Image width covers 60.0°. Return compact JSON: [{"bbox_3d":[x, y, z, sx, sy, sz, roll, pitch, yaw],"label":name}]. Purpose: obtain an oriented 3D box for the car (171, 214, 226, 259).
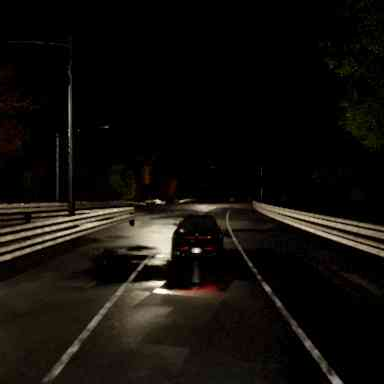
[{"bbox_3d":[0.274,1.644,13.164,1.837,1.490,4.892,0,0,3],"label":"car"}]
